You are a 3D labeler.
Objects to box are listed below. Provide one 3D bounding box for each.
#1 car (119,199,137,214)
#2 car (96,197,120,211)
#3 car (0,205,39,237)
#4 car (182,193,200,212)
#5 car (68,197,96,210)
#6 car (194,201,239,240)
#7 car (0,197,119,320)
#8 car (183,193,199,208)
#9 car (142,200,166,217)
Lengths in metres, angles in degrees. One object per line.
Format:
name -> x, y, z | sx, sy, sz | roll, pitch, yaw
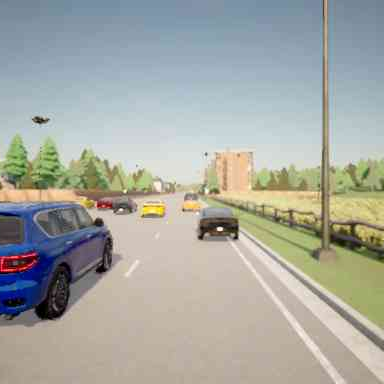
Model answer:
car -> -6.997, 1.475, 35.160 | 1.837, 1.490, 4.892 | 0, 0, 0
car -> -10.535, 1.441, 42.045 | 1.882, 1.535, 5.008 | 0, 0, 0
car -> -10.417, 1.509, 18.395 | 1.812, 1.442, 4.674 | 0, 0, 0
car -> -0.079, 1.318, 39.200 | 2.097, 1.767, 4.553 | 0, 0, 0
car -> -14.039, 1.440, 42.703 | 1.882, 1.535, 5.008 | 0, 0, 0
car -> 1.220, 1.463, 17.003 | 1.882, 1.535, 5.008 | 0, 0, 0
car -> -3.401, 1.216, 7.462 | 2.150, 2.045, 5.566 | 0, 0, 0
car -> -0.175, 1.180, 49.241 | 2.150, 2.045, 5.566 | 0, 0, 0
car -> -3.474, 1.451, 30.936 | 1.882, 1.535, 5.008 | 0, 0, 0
